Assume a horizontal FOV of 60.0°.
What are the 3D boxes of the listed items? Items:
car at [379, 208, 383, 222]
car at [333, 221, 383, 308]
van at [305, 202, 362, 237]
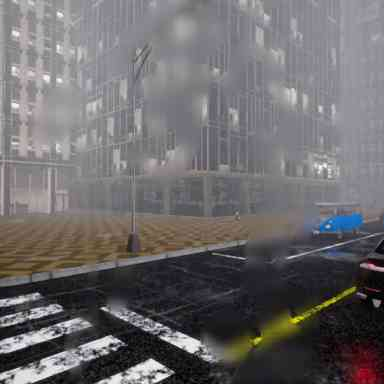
[{"bbox_3d":[15.669,1.610,25.173,4.507,1.381,1.887,0,0,-44],"label":"car"},{"bbox_3d":[5.073,1.503,6.937,4.902,1.511,2.128,0,0,-44],"label":"car"},{"bbox_3d":[7.433,1.395,17.324,3.998,1.788,1.690,0,0,-44],"label":"van"}]
